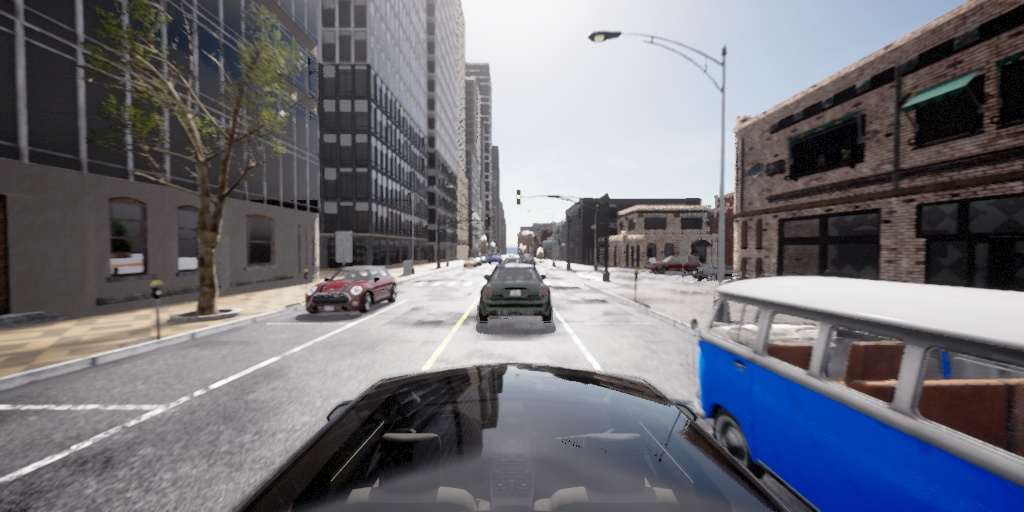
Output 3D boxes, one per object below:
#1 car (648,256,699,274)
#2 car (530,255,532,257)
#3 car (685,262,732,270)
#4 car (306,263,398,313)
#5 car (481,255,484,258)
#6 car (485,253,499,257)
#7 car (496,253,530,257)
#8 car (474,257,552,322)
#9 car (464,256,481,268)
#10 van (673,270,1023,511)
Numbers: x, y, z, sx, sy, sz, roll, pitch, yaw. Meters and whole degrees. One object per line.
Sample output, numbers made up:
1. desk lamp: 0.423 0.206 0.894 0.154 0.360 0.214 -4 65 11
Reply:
1. car: 16.503 0.899 36.457 5.009 1.841 2.192 0 0 1
2. car: 2.666 0.758 56.733 1.967 1.591 4.097 0 0 0
3. car: 16.400 1.345 28.080 4.313 1.339 1.948 0 0 1
4. car: -5.697 1.099 13.194 1.967 1.591 4.097 0 0 0
5. car: -5.682 0.883 56.784 1.948 1.339 4.313 0 0 0
6. car: -3.046 0.479 64.311 2.150 2.045 5.566 0 0 0
7. car: 0.088 0.893 28.053 2.097 1.767 4.553 0 0 0
8. car: 0.095 1.021 11.983 2.097 1.767 4.553 0 0 0
9. car: -5.850 0.886 50.970 1.751 1.417 4.829 0 0 0
10. van: 2.689 1.088 2.114 1.690 1.789 3.998 0 0 0
